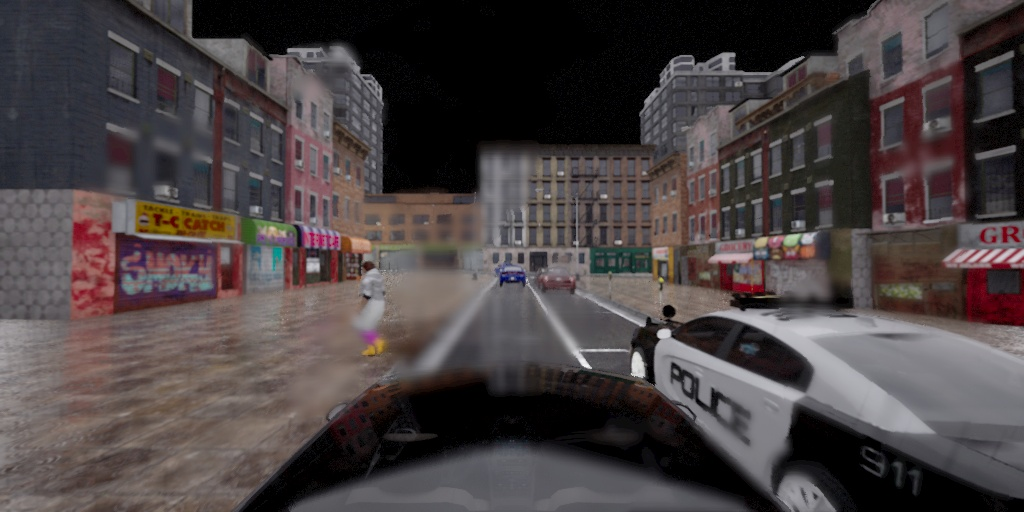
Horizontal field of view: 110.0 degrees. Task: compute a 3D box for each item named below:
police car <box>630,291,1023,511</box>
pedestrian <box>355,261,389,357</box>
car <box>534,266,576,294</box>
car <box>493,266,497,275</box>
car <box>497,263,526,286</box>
[{"bbox_3d":[2.749,1.192,3.717,1.930,1.638,5.238,0,0,0],"label":"police car"},{"bbox_3d":[-2.623,0.934,6.737,0.375,1.860,0.375,0,-1,0],"label":"pedestrian"},{"bbox_3d":[2.633,1.361,21.684,1.967,1.591,4.097,0,0,0],"label":"car"},{"bbox_3d":[-0.841,1.574,41.474,1.882,1.535,5.008,1,0,-14],"label":"car"},{"bbox_3d":[0.060,1.452,27.781,1.882,1.535,5.008,0,-1,0],"label":"car"}]
